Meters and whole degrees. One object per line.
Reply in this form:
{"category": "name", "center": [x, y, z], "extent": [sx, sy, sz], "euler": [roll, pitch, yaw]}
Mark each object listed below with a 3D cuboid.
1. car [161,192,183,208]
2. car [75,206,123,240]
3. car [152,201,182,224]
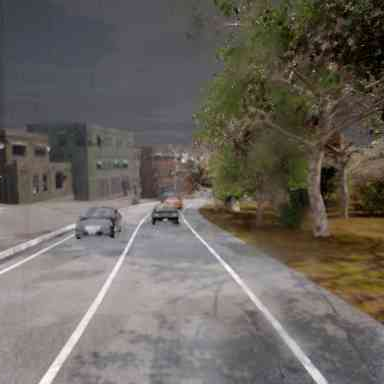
{"category": "car", "center": [-2.270, 1.258, 42.417], "extent": [2.097, 1.767, 4.553], "euler": [0, 0, 2]}
{"category": "car", "center": [-4.720, 1.528, 17.389], "extent": [2.128, 1.511, 4.902], "euler": [-1, 0, -6]}
{"category": "car", "center": [-1.960, 1.577, 24.649], "extent": [1.895, 1.301, 4.718], "euler": [-1, 0, -5]}
